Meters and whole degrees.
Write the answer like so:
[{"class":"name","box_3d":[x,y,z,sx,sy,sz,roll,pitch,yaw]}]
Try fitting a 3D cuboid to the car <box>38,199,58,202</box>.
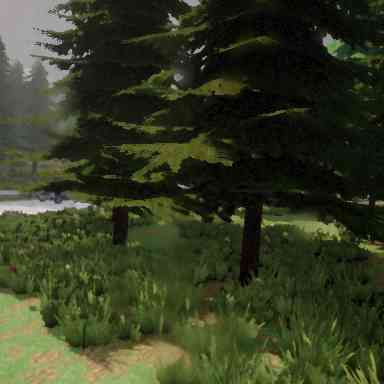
[{"class":"car","box_3d":[-9.977,0.076,26.370,1.812,1.442,4.674,5,3,24]}]
